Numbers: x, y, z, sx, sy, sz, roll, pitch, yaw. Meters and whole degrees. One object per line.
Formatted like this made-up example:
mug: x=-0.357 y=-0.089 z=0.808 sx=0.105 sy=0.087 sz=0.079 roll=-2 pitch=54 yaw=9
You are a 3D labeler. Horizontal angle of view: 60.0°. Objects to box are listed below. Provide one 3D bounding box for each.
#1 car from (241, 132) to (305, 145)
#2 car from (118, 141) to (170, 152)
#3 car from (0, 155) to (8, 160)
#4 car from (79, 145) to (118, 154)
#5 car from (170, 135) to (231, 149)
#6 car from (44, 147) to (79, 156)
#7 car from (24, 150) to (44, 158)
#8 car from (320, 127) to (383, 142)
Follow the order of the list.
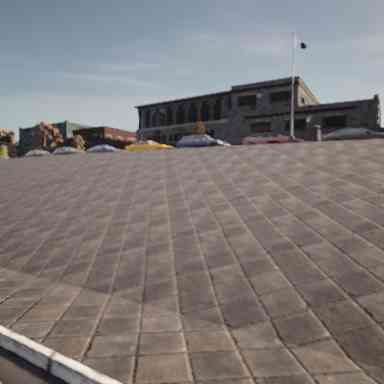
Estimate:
car: x=5.954 y=-3.559 z=24.231 sx=4.792 sy=1.488 sz=2.163 roll=1 pitch=1 yaw=29
car: x=-3.792 y=-3.827 z=29.847 sx=5.008 sy=1.535 sz=2.097 roll=1 pitch=1 yaw=32
car: x=-26.758 y=-4.440 z=45.061 sx=4.553 sy=1.767 sz=2.185 roll=1 pitch=1 yaw=34
car: x=-8.504 y=-3.904 z=32.776 sx=4.674 sy=1.452 sz=2.002 roll=1 pitch=1 yaw=33
car: x=0.962 y=-3.835 z=27.031 sx=4.553 sy=1.767 sz=2.185 roll=1 pitch=1 yaw=31
car: x=-13.150 y=-4.057 z=35.804 sx=4.892 sy=1.521 sz=2.231 roll=1 pitch=1 yaw=34
car: x=-17.717 y=-4.151 z=38.904 sx=4.892 sy=1.521 sz=2.231 roll=1 pitch=1 yaw=34
car: x=10.818 y=-3.432 z=21.624 sx=4.674 sy=1.452 sz=2.002 roll=1 pitch=1 yaw=28
